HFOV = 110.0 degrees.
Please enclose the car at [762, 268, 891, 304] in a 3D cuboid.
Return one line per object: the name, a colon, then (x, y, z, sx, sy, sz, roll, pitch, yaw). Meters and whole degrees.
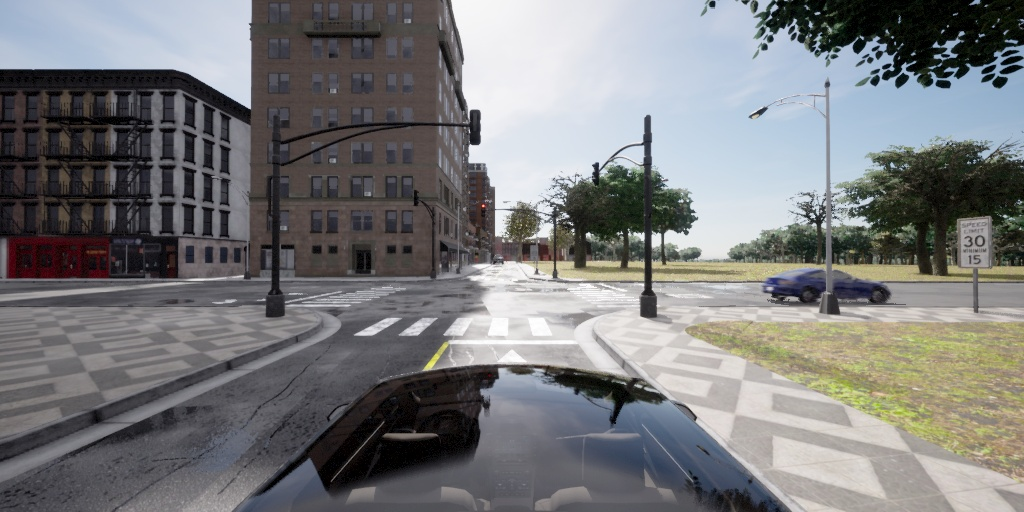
car: (13.398, 1.247, 15.460, 4.674, 1.442, 1.812, 0, -1, 0)
